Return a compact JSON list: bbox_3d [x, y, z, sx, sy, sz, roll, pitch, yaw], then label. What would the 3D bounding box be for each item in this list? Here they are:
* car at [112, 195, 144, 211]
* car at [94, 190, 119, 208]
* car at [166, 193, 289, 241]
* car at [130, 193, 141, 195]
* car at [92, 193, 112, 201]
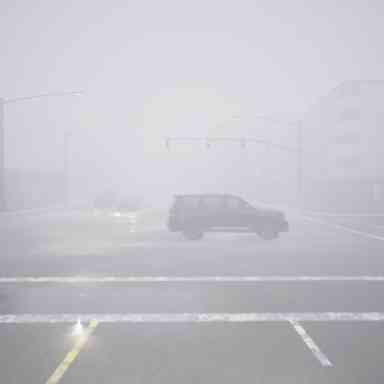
[{"bbox_3d":[-6.566,1.259,34.796,1.895,1.301,4.718,0,1,1],"label":"car"},{"bbox_3d":[-10.147,0.812,40.176,2.150,2.045,5.566,0,1,-2],"label":"car"},{"bbox_3d":[1.571,1.093,15.497,5.566,2.045,2.150,0,1,-1],"label":"car"},{"bbox_3d":[-9.106,0.882,54.250,1.882,1.535,5.008,0,1,-20],"label":"car"},{"bbox_3d":[-16.926,0.851,62.526,2.033,1.411,5.357,-1,1,-34],"label":"car"}]
